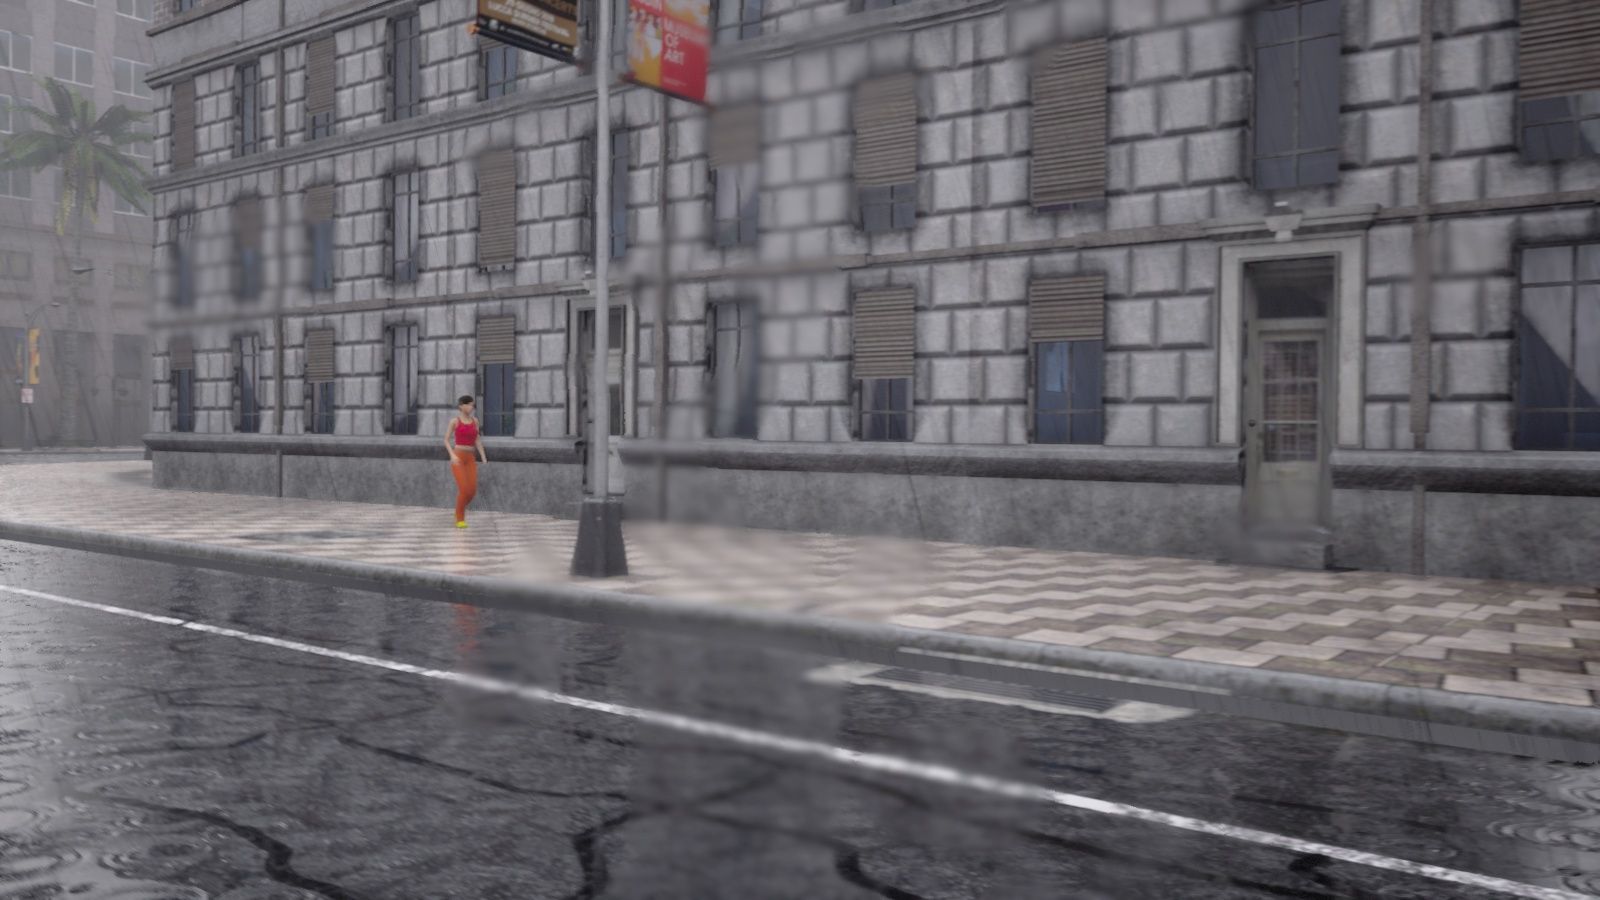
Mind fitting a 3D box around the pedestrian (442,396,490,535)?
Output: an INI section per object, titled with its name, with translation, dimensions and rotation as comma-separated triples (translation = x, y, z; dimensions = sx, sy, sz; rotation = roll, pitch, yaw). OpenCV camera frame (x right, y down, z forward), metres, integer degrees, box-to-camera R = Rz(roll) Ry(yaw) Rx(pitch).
[pedestrian]
translation = -4.510, 0.205, 16.945
dimensions = 0.594, 1.836, 0.345
rotation = 0, 1, 43
